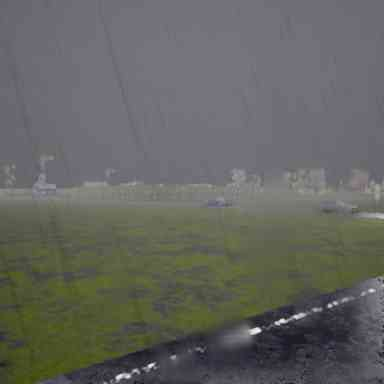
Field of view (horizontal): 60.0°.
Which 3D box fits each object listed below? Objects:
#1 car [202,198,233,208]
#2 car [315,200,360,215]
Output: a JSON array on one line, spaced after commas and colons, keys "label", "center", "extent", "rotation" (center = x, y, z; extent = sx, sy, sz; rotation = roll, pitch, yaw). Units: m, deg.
[{"label": "car", "center": [3.684, 1.522, 48.823], "extent": [2.033, 1.411, 5.357], "rotation": [0, 0, -37]}, {"label": "car", "center": [14.461, 1.545, 33.354], "extent": [1.994, 1.385, 4.181], "rotation": [0, 0, -33]}]
